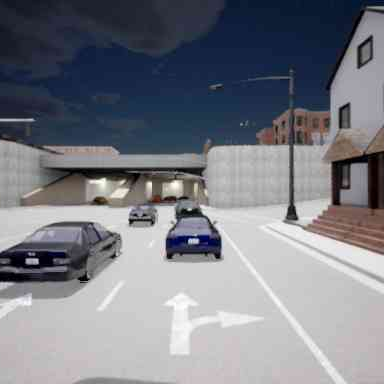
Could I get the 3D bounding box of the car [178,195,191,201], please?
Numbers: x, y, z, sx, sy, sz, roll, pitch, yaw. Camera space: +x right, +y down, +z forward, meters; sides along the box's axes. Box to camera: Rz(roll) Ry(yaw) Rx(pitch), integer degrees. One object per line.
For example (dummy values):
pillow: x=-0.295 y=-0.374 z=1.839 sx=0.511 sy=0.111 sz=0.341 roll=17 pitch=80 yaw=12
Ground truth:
car: x=-2.077 y=1.659 z=92.248 sx=1.994 sy=1.385 sz=4.181 roll=0 pitch=0 yaw=28

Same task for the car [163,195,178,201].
car: x=-5.938 y=1.626 z=92.135 sx=2.033 sy=1.411 sz=5.357 roll=0 pitch=0 yaw=24

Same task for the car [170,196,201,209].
car: x=-0.446 y=1.410 z=28.183 sx=2.097 sy=1.767 sz=4.553 roll=0 pitch=0 yaw=-7

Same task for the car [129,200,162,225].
car: x=-3.582 y=1.601 z=24.840 sx=2.033 sy=1.411 sz=5.357 roll=0 pitch=0 yaw=-2

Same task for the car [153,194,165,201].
car: x=-8.261 y=1.450 z=82.450 sx=2.097 sy=1.767 sz=4.553 roll=0 pitch=0 yaw=6

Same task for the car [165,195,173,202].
car: x=-4.736 y=1.621 z=82.565 sx=1.812 sy=1.442 sz=4.674 roll=0 pitch=0 yaw=6

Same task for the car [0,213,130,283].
car: x=-3.457 y=1.559 z=9.751 sx=2.033 sy=1.411 sz=5.357 roll=0 pitch=0 yaw=1

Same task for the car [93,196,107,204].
car: x=-18.599 y=1.558 z=67.038 sx=1.882 sy=1.535 sz=5.008 roll=0 pitch=0 yaw=-1

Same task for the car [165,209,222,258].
car: x=0.067 y=1.579 z=12.872 sx=1.994 sy=1.385 sz=4.181 roll=0 pitch=0 yaw=0
